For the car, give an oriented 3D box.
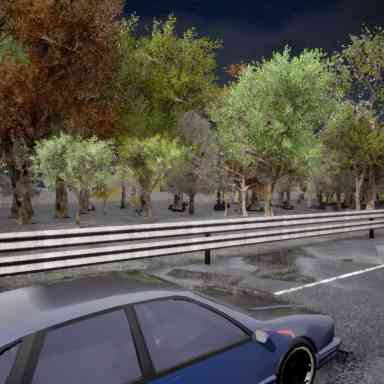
[{"bbox_3d":[-0.731,1.547,3.201,5.357,1.411,2.033,0,0,-38],"label":"car"}]
